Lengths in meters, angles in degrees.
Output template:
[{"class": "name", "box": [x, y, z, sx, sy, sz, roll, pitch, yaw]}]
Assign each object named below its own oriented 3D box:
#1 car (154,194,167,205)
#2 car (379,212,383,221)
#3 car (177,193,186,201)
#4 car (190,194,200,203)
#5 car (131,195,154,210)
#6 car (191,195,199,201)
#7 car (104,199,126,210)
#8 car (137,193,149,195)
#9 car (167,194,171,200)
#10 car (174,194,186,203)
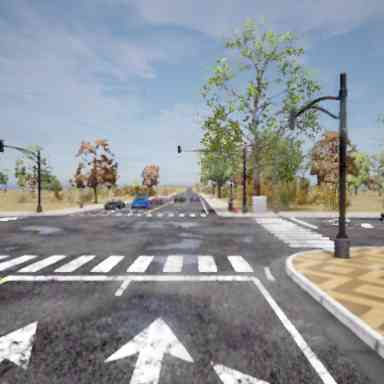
[{"class": "car", "box": [-6.118, 1.514, 58.689, 1.994, 1.385, 4.181, 0, 0, 2]}, {"class": "car", "box": [15.459, 1.494, 21.999, 5.357, 1.411, 2.033, 0, 1, 3]}, {"class": "car", "box": [-2.475, 1.166, 79.268, 2.097, 1.767, 4.553, 0, 0, 1]}, {"class": "car", "box": [0.599, 1.284, 69.145, 2.097, 1.767, 4.553, 0, 0, 1]}, {"class": "car", "box": [-6.450, 1.449, 42.346, 1.882, 1.535, 5.008, 0, 0, 1]}, {"class": "car", "box": [0.775, 1.364, 79.242, 1.994, 1.385, 4.181, 0, 0, 1]}, {"class": "car", "box": [-9.704, 1.534, 42.107, 1.994, 1.385, 4.181, 0, 0, 1]}, {"class": "car", "box": [-9.269, 1.166, 62.449, 2.150, 2.045, 5.566, 0, 0, 1]}, {"class": "car", "box": [-5.824, 1.168, 73.625, 2.097, 1.767, 4.553, 0, 0, 1]}, {"class": "car", "box": [-2.649, 1.284, 69.235, 2.097, 1.767, 4.553, 0, 0, 1]}]
